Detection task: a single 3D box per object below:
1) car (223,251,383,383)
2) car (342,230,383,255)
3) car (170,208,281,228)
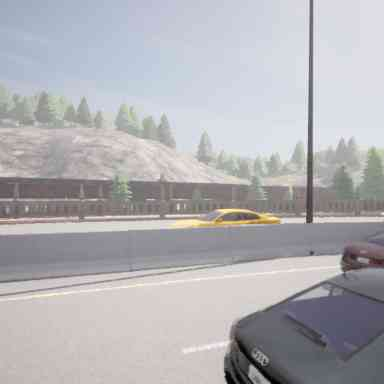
[{"bbox_3d":[2.447,1.563,3.526,4.181,1.385,1.994,0,0,-21],"label":"car"},{"bbox_3d":[5.907,1.569,8.378,4.181,1.385,1.994,0,0,-17],"label":"car"},{"bbox_3d":[1.482,1.483,14.520,5.008,1.535,1.882,0,0,-18],"label":"car"}]
